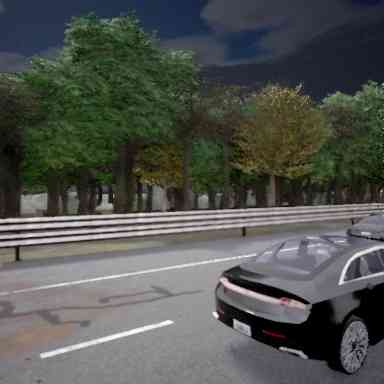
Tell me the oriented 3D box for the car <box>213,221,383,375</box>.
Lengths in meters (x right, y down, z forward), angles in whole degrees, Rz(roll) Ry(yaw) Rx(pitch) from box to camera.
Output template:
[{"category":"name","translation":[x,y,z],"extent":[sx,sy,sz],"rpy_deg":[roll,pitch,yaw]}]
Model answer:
[{"category":"car","translation":[2.605,1.495,5.608],"extent":[4.902,1.511,2.128],"rpy_deg":[0,0,-35]}]

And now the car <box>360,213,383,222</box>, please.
[{"category":"car","translation":[8.349,1.570,14.002],"extent":[4.181,1.385,1.994],"rpy_deg":[0,0,-35]}]
